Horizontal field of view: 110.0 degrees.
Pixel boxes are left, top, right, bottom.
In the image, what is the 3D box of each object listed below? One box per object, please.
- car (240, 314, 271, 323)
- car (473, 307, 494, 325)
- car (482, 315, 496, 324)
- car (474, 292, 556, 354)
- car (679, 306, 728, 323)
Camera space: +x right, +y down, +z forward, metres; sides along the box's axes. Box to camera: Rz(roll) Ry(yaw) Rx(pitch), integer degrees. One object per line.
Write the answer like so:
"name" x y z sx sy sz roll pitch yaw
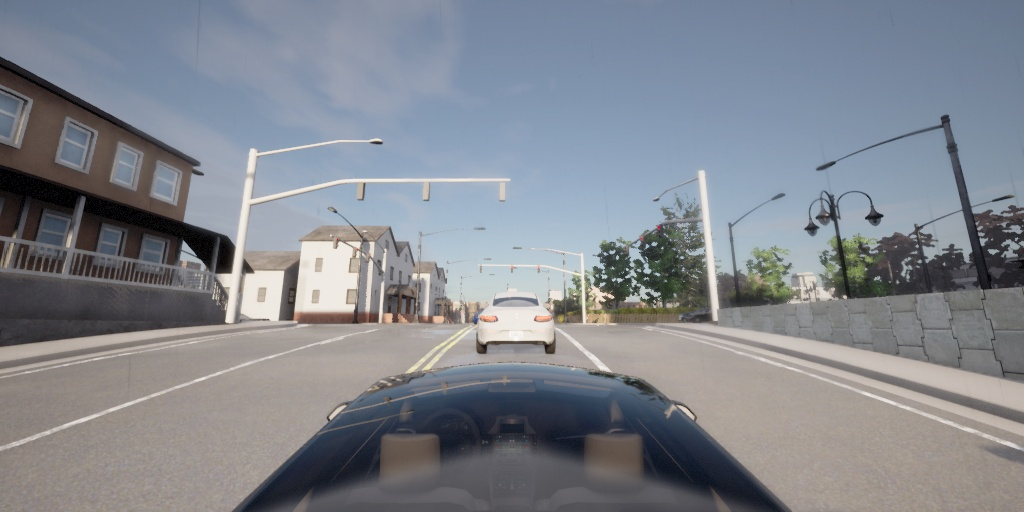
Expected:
"car" -20.138 5.101 25.551 5.566 2.045 2.150 -9 -10 -1
"car" -3.587 7.728 45.876 2.150 2.045 5.566 0 -11 0
"car" -3.575 9.955 56.076 1.812 1.442 4.674 0 -11 0
"car" 0.091 1.707 9.765 1.812 1.442 4.674 0 -6 0
"car" 16.000 4.810 28.887 4.902 1.511 2.128 0 -11 1
